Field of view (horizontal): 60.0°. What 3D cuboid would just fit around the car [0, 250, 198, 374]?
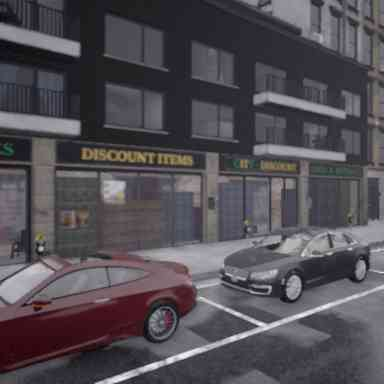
[{"bbox_3d":[-1.837,1.581,4.878,4.206,1.307,1.802,0,0,-35],"label":"car"}]

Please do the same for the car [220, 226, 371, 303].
[{"bbox_3d":[2.650,1.548,8.078,4.403,1.369,2.008,0,0,-35],"label":"car"}]
